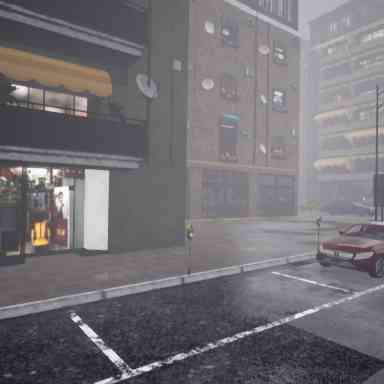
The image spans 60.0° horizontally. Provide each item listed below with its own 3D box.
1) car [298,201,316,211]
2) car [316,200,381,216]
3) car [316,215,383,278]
[{"bbox_3d":[15.268,1.707,40.744,1.752,1.417,4.829,1,-1,-36],"label":"car"},{"bbox_3d":[15.079,1.591,31.772,2.033,1.411,5.357,1,-1,-32],"label":"car"},{"bbox_3d":[5.549,1.588,10.109,4.206,1.307,1.802,0,1,-36],"label":"car"}]
